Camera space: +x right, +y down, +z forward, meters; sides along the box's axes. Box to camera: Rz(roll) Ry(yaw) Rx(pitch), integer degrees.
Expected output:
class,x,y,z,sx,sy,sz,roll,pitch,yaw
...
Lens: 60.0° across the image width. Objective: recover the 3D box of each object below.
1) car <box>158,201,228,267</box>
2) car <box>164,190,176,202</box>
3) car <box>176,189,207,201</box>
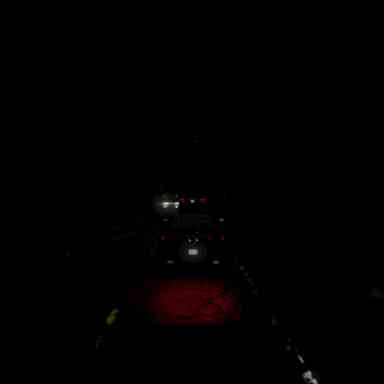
class,x,y,z,sx,sy,sz,roll,pitch,yaw
car,0.048,1.294,10.791,1.882,1.535,5.008,0,1,0
car,-2.812,0.531,47.591,2.097,1.767,4.553,0,1,0
car,0.065,0.748,27.865,2.150,2.045,5.566,0,1,0
